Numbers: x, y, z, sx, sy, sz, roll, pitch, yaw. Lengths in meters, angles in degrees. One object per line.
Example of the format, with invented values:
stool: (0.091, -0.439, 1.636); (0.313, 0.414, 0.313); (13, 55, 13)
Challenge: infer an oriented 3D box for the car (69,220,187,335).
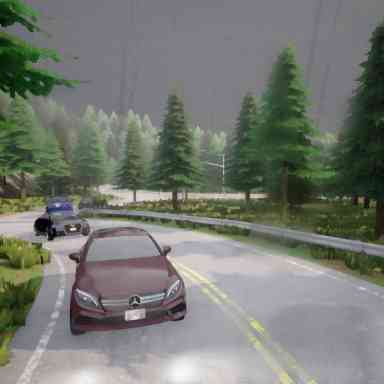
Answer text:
car: (-1.509, 1.522, 7.035); (1.812, 1.442, 4.674); (-2, 0, -17)

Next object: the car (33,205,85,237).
car: (-7.022, 1.664, 17.742); (1.994, 1.385, 4.181); (-4, 2, -38)

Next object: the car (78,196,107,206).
car: (-12.640, 1.287, 42.798); (2.097, 1.767, 4.553); (2, 2, 13)

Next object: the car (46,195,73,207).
car: (-12.802, 1.325, 32.215); (2.150, 2.045, 5.566); (-1, 0, -18)
